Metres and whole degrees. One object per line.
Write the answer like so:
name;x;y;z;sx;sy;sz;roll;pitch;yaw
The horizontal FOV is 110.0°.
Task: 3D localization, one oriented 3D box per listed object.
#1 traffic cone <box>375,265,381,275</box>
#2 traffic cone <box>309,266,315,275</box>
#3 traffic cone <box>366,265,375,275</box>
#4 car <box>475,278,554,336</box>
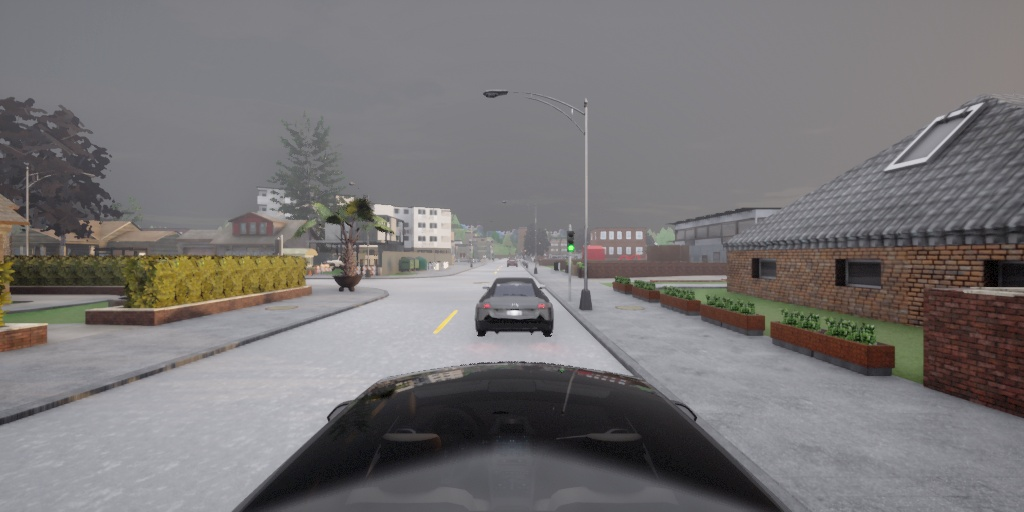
traffic cone;-15.422;1.562;40.656;0.344;0.586;0.344;0;0;0
traffic cone;-19.825;1.572;35.199;0.344;0.586;0.344;0;0;0
traffic cone;-15.783;1.565;40.086;0.344;0.586;0.344;0;0;0
car;0.067;1.315;10.465;1.994;1.385;4.181;0;0;0
